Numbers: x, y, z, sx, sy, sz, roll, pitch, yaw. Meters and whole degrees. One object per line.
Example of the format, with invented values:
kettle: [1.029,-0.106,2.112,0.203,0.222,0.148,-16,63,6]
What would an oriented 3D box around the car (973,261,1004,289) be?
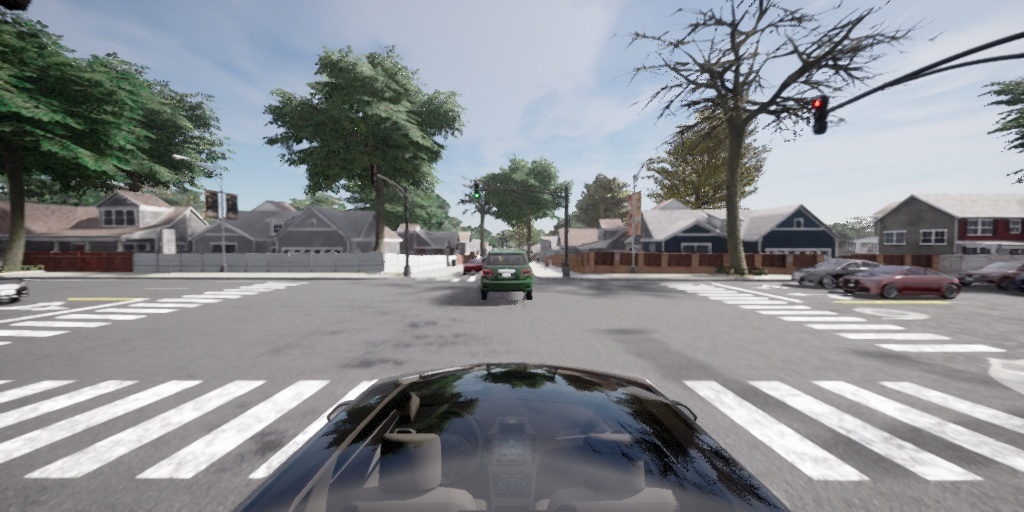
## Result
car: [27.081,1.005,19.386,4.674,1.442,1.812,0,2,0]

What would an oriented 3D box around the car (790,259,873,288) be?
car: [17.879,0.927,19.412,4.902,1.511,2.128,0,2,0]

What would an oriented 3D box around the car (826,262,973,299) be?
car: [17.272,1.121,16.166,4.181,1.385,1.994,0,2,0]

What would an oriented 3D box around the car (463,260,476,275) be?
car: [-3.106,0.959,31.318,1.895,1.301,4.718,0,0,1]

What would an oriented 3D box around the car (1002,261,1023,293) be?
car: [25.932,0.950,16.132,4.553,1.767,2.097,0,2,0]

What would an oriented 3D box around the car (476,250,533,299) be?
car: [-0.233,0.709,16.505,2.150,2.045,5.566,0,2,-1]

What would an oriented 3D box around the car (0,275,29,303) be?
car: [-20.587,1.047,12.834,4.902,1.511,2.128,0,2,-2]
